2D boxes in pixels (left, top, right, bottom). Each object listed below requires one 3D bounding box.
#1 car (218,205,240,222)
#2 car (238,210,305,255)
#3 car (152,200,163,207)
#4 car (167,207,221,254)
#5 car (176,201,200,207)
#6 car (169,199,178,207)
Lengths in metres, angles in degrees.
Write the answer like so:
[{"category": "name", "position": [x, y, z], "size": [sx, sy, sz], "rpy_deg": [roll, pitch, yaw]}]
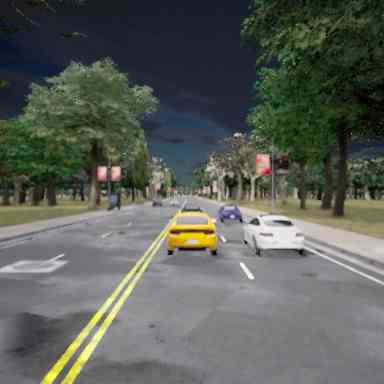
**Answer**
[{"category": "car", "position": [3.245, 1.819, 28.910], "size": [1.812, 1.442, 4.674], "rpy_deg": [0, 0, 0]}, {"category": "car", "position": [3.271, 1.667, 13.909], "size": [1.812, 1.442, 4.674], "rpy_deg": [0, 0, 0]}, {"category": "car", "position": [-6.691, 2.205, 64.967], "size": [2.033, 1.411, 5.357], "rpy_deg": [0, -1, 0]}, {"category": "car", "position": [0.023, 1.623, 14.237], "size": [1.882, 1.535, 5.008], "rpy_deg": [0, 0, 0]}, {"category": "car", "position": [-0.007, 1.782, 28.519], "size": [2.128, 1.511, 4.902], "rpy_deg": [0, 0, 0]}, {"category": "car", "position": [-3.451, 2.180, 64.572], "size": [1.812, 1.442, 4.674], "rpy_deg": [0, -1, 0]}]
